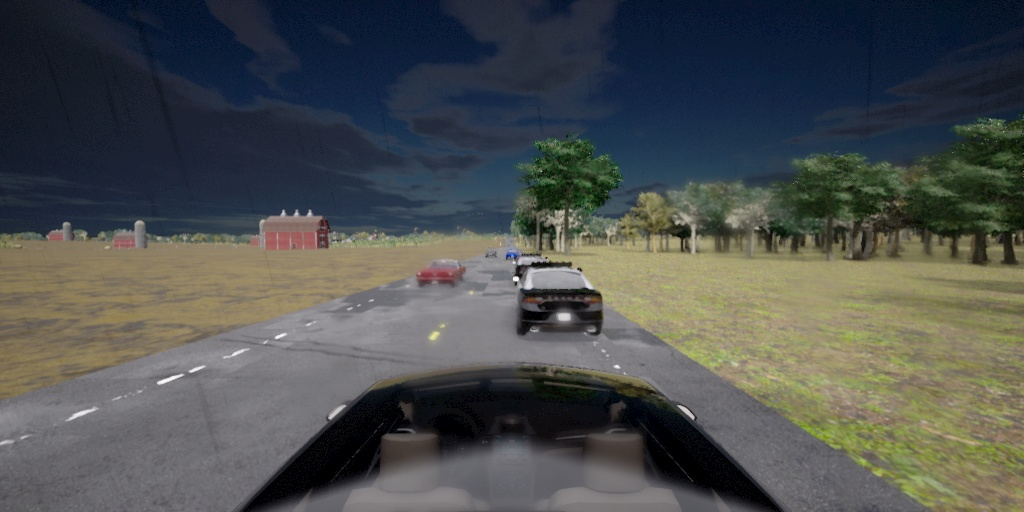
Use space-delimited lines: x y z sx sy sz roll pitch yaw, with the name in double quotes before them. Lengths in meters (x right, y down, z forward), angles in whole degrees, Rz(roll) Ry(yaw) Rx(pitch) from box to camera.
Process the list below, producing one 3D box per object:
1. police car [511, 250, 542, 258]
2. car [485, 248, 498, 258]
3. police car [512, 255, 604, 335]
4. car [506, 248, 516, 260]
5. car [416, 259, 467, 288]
"police car" 1.060 0.660 19.767 1.930 1.638 5.238 0 2 0
"car" -3.515 -0.524 61.368 1.837 1.490 4.892 0 2 1
"police car" 1.054 0.946 9.770 1.930 1.638 5.238 0 2 0
"car" 0.093 -0.249 51.798 1.882 1.535 5.008 0 2 0
"car" -3.588 0.861 18.879 1.895 1.301 4.718 0 2 0
